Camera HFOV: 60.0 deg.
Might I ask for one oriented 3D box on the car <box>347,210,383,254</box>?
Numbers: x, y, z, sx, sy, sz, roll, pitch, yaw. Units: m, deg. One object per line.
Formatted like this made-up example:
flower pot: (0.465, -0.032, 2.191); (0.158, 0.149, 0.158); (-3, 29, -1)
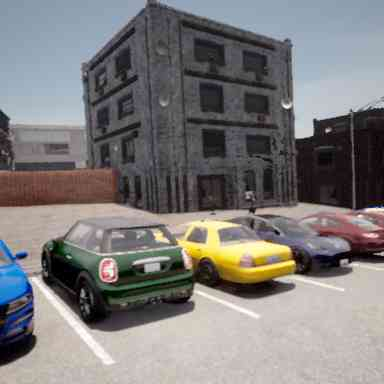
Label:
car: (4.979, 1.514, 12.547); (2.002, 1.452, 4.674); (0, 0, -35)

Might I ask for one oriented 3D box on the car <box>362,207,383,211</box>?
car: (7.150, 1.514, 14.096); (2.002, 1.452, 4.674); (0, 0, -35)

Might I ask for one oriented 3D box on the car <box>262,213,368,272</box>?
car: (2.723, 1.504, 10.907); (2.163, 1.488, 4.792); (0, 0, -35)

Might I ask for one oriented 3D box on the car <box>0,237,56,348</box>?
car: (-4.218, 1.479, 6.001); (2.097, 1.535, 5.008); (-1, 0, -35)

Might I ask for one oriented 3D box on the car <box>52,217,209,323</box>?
car: (-1.926, 1.349, 7.591); (2.185, 1.767, 4.553); (0, 0, -35)

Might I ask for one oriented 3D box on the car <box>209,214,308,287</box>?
car: (0.325, 1.471, 9.461); (1.946, 1.575, 5.366); (0, 0, -35)
